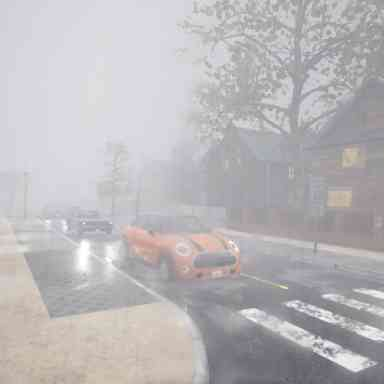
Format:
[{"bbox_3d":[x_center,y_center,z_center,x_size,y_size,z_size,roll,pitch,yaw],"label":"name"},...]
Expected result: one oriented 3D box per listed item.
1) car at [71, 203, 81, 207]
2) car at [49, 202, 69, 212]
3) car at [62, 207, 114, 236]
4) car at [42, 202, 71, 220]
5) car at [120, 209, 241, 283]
[{"bbox_3d":[-14.206,1.971,39.374,1.812,1.442,4.674,2,-2,-30],"label":"car"},{"bbox_3d":[-19.220,2.143,47.868,1.895,1.301,4.718,2,-2,-30],"label":"car"},{"bbox_3d":[-6.192,1.782,19.872,1.895,1.301,4.718,2,-1,-30],"label":"car"},{"bbox_3d":[-13.207,1.824,31.936,1.812,1.442,4.674,2,-1,-29],"label":"car"},{"bbox_3d":[-0.529,1.446,10.164,2.097,1.767,4.553,2,-1,-31],"label":"car"}]
